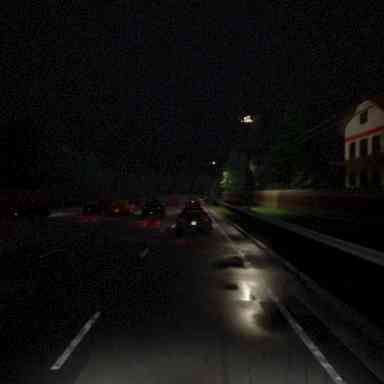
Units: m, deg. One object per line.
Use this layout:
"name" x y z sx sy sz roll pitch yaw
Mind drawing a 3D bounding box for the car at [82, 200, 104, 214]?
"car" -10.400 1.586 36.044 1.812 1.442 4.674 0 0 0

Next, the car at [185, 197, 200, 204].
"car" 0.098 1.430 46.873 2.097 1.767 4.553 0 0 0

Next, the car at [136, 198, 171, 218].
"car" -3.400 1.542 30.262 2.128 1.511 4.902 0 0 0

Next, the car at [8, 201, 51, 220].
"car" -13.901 1.540 28.754 2.128 1.511 4.902 0 0 0

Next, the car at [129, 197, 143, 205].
"car" -10.403 1.667 62.105 1.994 1.385 4.181 0 0 0

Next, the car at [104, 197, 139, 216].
"car" -6.902 1.533 33.049 1.882 1.535 5.008 0 0 0

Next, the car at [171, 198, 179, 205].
"car" -3.402 1.662 58.817 1.994 1.385 4.181 0 0 0

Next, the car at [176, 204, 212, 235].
"car" 0.098 1.596 19.198 1.994 1.385 4.181 0 0 0
